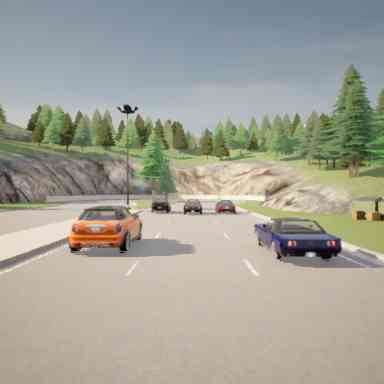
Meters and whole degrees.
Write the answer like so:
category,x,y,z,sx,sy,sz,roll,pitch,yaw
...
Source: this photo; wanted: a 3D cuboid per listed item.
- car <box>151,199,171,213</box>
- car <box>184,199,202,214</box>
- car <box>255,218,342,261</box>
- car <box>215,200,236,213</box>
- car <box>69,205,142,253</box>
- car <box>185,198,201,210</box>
category,x,y,z,sx,sy,sz,roll,pitch,yaw
car,-3.397,1.478,37.402,1.882,1.535,5.008,0,0,0
car,0.097,1.601,34.896,1.895,1.301,4.718,0,0,0
car,3.600,1.601,12.293,1.895,1.301,4.718,0,0,0
car,3.602,1.563,36.325,1.994,1.385,4.181,0,0,0
car,-3.400,1.352,13.902,2.097,1.767,4.553,0,0,0
car,0.156,1.564,43.722,1.994,1.385,4.181,0,0,2
